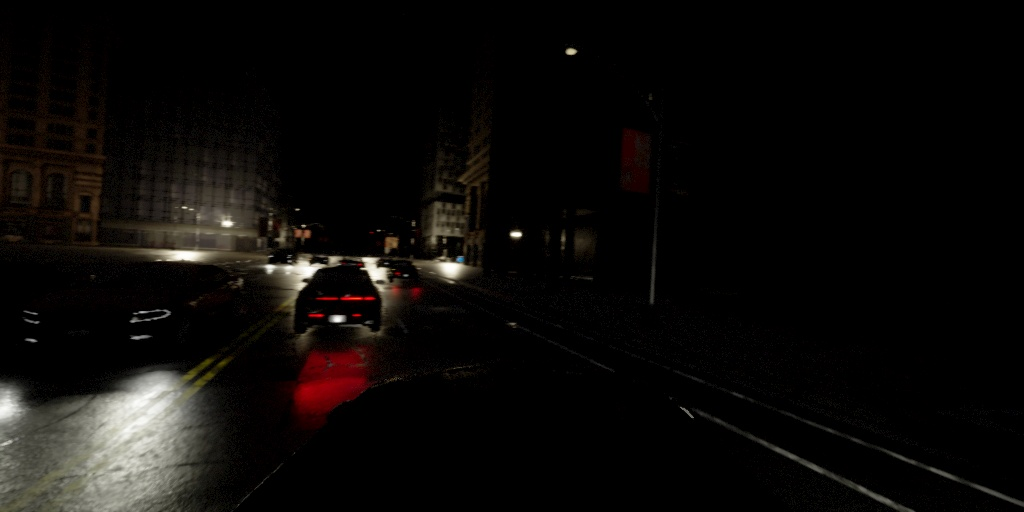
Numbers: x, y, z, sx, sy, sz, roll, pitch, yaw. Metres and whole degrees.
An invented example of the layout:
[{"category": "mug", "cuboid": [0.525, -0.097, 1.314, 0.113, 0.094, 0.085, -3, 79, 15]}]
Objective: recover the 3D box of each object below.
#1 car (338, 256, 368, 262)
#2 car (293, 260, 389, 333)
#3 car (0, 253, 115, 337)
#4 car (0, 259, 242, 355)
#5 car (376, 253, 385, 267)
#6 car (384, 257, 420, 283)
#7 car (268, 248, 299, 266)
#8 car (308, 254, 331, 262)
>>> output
[{"category": "car", "cuboid": [-11.806, 0.745, 26.582, 2.128, 1.511, 4.902, 3, 0, -23]}, {"category": "car", "cuboid": [-4.643, 1.048, 9.855, 1.837, 1.490, 4.892, 3, 0, -23]}, {"category": "car", "cuboid": [-10.616, 0.734, 6.805, 2.033, 1.411, 5.357, 3, 0, -23]}, {"category": "car", "cuboid": [-7.455, 0.848, 7.672, 1.882, 1.535, 5.008, 3, 0, -23]}, {"category": "car", "cuboid": [-14.391, 0.768, 40.813, 1.994, 1.385, 4.181, 3, 0, -23]}, {"category": "car", "cuboid": [-7.637, 1.002, 24.980, 1.812, 1.442, 4.674, 3, 0, -23]}, {"category": "car", "cuboid": [-23.558, 0.017, 37.085, 2.097, 1.767, 4.553, 3, -1, -22]}, {"category": "car", "cuboid": [-20.778, 0.433, 38.777, 1.895, 1.301, 4.718, 3, 0, -23]}]
